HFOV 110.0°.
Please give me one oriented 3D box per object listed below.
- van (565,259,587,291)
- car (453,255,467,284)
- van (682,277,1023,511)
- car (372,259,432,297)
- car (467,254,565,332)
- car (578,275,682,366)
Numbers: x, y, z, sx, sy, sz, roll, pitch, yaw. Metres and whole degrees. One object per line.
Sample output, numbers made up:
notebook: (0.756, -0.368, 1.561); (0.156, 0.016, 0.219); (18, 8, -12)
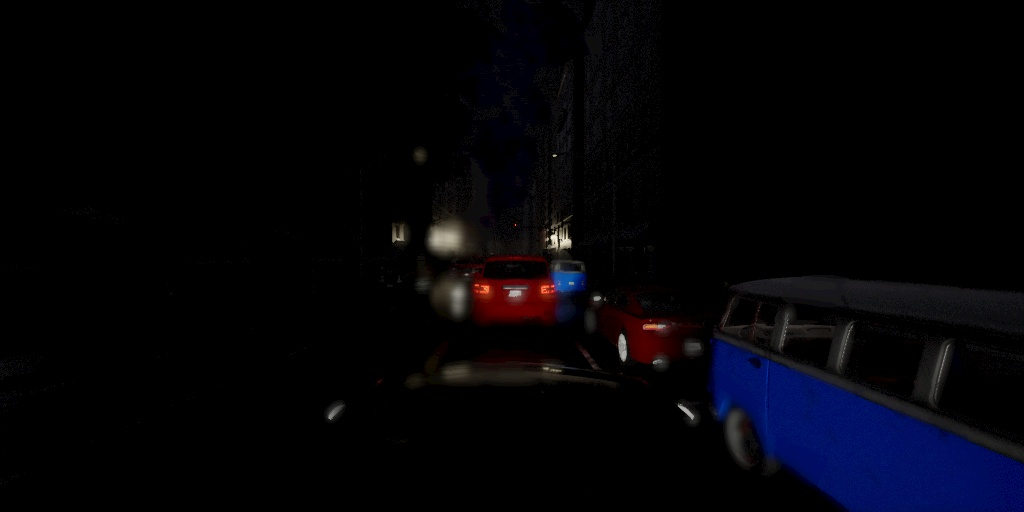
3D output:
van: (2.876, 1.086, 19.161); (1.690, 1.789, 3.998); (0, 0, 0)
car: (-2.994, 0.964, 27.067); (2.150, 2.045, 5.566); (0, 0, 1)
van: (2.856, 1.091, 2.179); (1.690, 1.789, 3.998); (0, 0, 0)
car: (-5.649, 1.059, 19.131); (2.192, 1.841, 5.009); (0, 0, 0)
car: (0.111, 0.970, 11.061); (2.150, 2.045, 5.566); (0, 0, 0)
car: (2.863, 1.294, 7.840); (1.888, 1.381, 4.507); (0, 0, 0)
